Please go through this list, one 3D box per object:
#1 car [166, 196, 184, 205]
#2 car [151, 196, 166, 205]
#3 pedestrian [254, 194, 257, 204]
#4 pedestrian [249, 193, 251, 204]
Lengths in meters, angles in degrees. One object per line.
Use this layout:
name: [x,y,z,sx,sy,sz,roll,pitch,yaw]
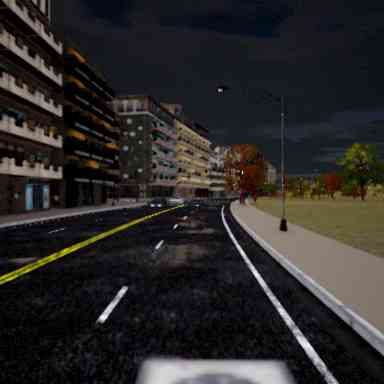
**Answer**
car: [-2.617,1.448,56.459,1.812,1.442,4.674,0,0,8]
car: [-5.669,1.468,58.110,2.033,1.411,5.357,0,0,8]
pedestrian: [10.820,1.121,56.818,0.375,1.860,0.375,0,0,8]
pedestrian: [9.747,1.076,56.361,0.375,1.860,0.375,0,0,8]
